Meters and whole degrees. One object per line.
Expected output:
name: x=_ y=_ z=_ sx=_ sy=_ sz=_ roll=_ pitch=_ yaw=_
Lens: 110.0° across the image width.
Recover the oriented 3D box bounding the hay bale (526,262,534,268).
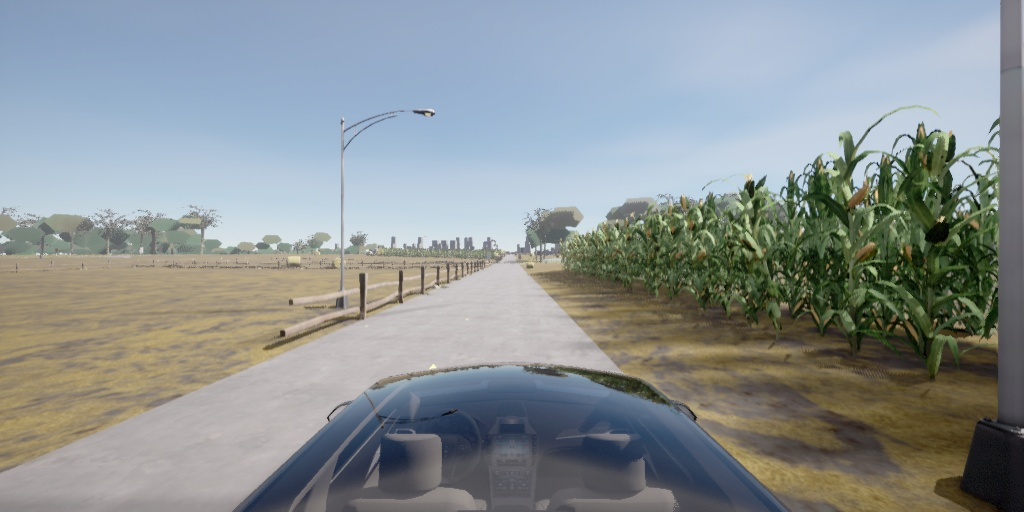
hay bale: x=3.125 y=1.580 z=61.789 sx=1.220 sy=1.180 sz=1.240 roll=0 pitch=0 yaw=0
